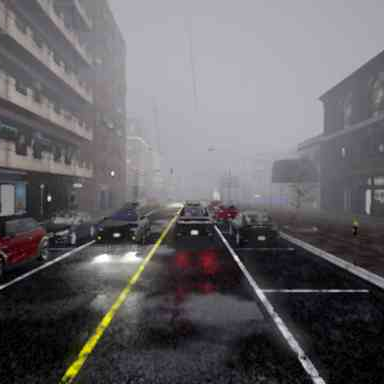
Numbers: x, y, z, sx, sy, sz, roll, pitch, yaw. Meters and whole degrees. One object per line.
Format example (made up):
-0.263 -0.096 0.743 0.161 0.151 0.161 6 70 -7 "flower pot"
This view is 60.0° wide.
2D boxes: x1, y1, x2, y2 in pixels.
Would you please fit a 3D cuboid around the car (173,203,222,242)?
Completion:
0.110 1.496 16.473 2.128 1.511 4.902 0 0 0 "car"

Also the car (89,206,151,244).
-3.091 1.568 15.600 1.994 1.385 4.181 0 0 0 "car"

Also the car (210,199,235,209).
2.700 1.555 26.422 1.887 1.381 4.507 0 0 0 "car"

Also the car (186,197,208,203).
0.119 1.507 32.563 2.128 1.511 4.902 0 0 0 "car"

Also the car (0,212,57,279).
-5.690 1.442 9.342 1.967 1.590 4.097 0 0 0 "car"

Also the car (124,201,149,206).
-5.677 1.582 32.129 1.947 1.339 4.313 0 0 0 "car"

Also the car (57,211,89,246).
-5.686 1.555 15.039 2.008 1.369 4.403 0 0 0 "car"

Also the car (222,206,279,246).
2.695 1.554 15.030 2.008 1.369 4.403 0 0 0 "car"

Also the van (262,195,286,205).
14.692 1.459 59.970 3.998 1.788 1.690 0 0 0 "van"

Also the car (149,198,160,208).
-5.668 1.563 49.049 1.752 1.417 4.829 0 0 0 "car"

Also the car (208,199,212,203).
2.707 1.567 37.816 1.887 1.381 4.507 0 0 0 "car"

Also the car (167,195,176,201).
-5.647 1.658 87.371 2.008 1.369 4.403 0 0 0 "car"

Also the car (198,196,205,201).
2.737 1.702 93.075 1.802 1.307 4.206 0 0 0 "car"

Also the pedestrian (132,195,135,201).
-12.591 1.140 71.104 0.375 1.860 0.375 0 0 0 "pedestrian"

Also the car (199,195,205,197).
2.730 1.533 81.682 1.967 1.590 4.097 0 0 0 "car"
